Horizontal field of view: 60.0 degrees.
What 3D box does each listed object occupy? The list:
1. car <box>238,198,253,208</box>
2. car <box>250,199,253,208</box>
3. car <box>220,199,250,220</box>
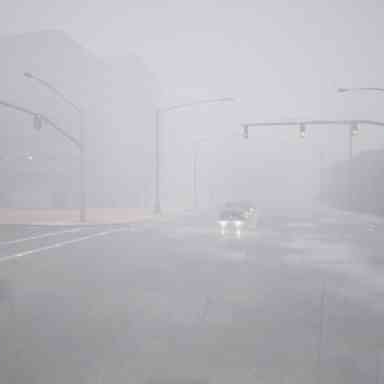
[{"bbox_3d":[7.832,1.605,48.264,1.895,1.301,4.718,0,0,13],"label":"car"},{"bbox_3d":[5.706,1.567,38.506,1.994,1.385,4.181,0,0,12],"label":"car"},{"bbox_3d":[3.648,1.550,29.019,2.033,1.411,5.357,0,0,12],"label":"car"}]
